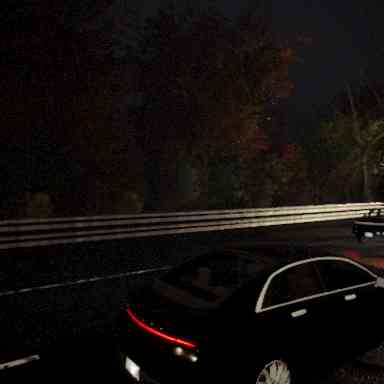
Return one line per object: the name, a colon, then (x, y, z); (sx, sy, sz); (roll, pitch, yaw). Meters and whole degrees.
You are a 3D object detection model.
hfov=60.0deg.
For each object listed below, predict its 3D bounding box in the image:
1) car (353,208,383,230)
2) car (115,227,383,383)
car: (8.833, 1.429, 14.258); (4.902, 1.511, 2.128); (0, 0, -35)
car: (1.381, 1.490, 4.717); (4.892, 1.490, 1.837); (0, 0, -35)
